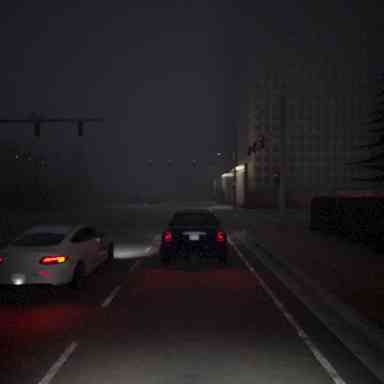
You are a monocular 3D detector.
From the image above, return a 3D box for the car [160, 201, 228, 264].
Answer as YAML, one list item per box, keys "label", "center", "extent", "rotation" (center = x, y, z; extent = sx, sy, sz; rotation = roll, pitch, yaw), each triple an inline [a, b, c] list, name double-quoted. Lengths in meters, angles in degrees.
- label: "car"
  center: [0.081, 1.372, 12.047]
  extent: [2.097, 1.767, 4.553]
  rotation: [0, 0, 0]

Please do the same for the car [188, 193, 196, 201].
- label: "car"
  center: [0.043, 1.195, 89.090]
  extent: [2.150, 2.045, 5.566]
  rotation: [0, 0, 0]

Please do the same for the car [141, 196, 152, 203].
- label: "car"
  center: [-10.463, 1.600, 76.573]
  extent: [1.882, 1.535, 5.008]
  rotation: [0, 0, 0]

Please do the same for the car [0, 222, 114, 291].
- label: "car"
  center: [-3.435, 1.540, 8.937]
  extent: [1.812, 1.442, 4.674]
  rotation: [0, 0, 1]

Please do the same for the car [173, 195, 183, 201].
- label: "car"
  center: [-3.462, 1.595, 78.839]
  extent: [1.882, 1.535, 5.008]
  rotation: [0, 0, 0]

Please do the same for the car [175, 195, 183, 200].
- label: "car"
  center: [-3.457, 1.565, 89.092]
  extent: [1.895, 1.301, 4.718]
  rotation: [0, 0, 0]

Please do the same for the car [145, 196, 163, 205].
- label: "car"
  center: [-7.002, 1.623, 61.179]
  extent: [1.812, 1.442, 4.674]
  rotation: [0, 0, 1]

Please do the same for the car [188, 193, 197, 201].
- label: "car"
  center: [0.037, 1.656, 78.427]
  extent: [2.033, 1.411, 5.357]
  rotation: [0, 0, 0]

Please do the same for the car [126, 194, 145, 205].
- label: "car"
  center: [-10.498, 1.319, 61.080]
  extent: [2.150, 2.045, 5.566]
  rotation: [0, 0, 1]

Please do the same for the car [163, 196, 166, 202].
- label: "car"
  center: [-6.963, 1.622, 76.662]
  extent: [1.837, 1.490, 4.892]
  rotation: [0, 0, 0]
